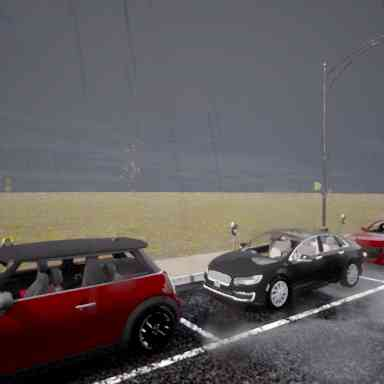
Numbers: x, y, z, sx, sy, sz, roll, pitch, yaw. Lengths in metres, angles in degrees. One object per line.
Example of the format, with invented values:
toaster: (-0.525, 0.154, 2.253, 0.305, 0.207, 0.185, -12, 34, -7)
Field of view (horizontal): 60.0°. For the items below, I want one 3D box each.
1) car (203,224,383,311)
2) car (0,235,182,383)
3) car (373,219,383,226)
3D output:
car: (2.267, 1.555, 7.709, 4.403, 1.369, 2.008, 0, 1, -36)
car: (-2.237, 1.441, 4.491, 4.097, 1.590, 1.967, 0, 1, -36)
car: (6.773, 1.553, 10.925, 4.507, 1.381, 1.887, 0, 1, -36)
